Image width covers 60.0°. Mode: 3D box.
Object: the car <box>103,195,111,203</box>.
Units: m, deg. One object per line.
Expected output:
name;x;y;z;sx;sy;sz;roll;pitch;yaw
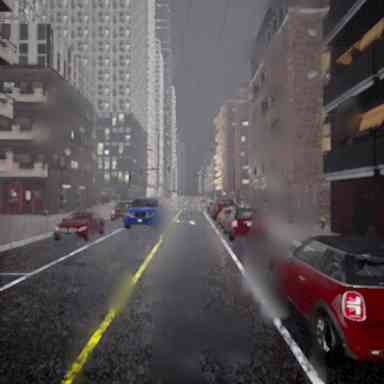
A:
car;-17.702;1.401;62.120;5.009;1.841;2.192;1;-2;0

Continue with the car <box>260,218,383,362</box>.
car;2.691;1.475;5.963;1.967;1.590;4.097;0;0;0

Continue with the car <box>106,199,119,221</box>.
car;-5.692;1.609;28.690;1.967;1.590;4.097;0;0;0

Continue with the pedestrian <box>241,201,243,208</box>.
pedestrian;7.129;1.863;46.917;0.375;1.300;0.375;0;0;0

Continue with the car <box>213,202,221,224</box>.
car;2.689;1.662;23.181;1.752;1.417;4.829;0;0;0

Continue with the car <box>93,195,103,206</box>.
car;-17.566;1.330;53.742;5.009;1.841;2.192;1;-2;0

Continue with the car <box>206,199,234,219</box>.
car;2.688;1.485;28.694;2.192;1.841;5.009;0;0;0

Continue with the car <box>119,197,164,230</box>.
car;-3.103;1.354;22.613;2.150;2.045;5.566;0;0;0

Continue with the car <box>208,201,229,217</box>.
car;2.687;1.731;34.545;1.752;1.417;4.829;0;0;0

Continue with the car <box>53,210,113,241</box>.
car;-5.691;1.683;17.325;1.802;1.307;4.206;0;0;0

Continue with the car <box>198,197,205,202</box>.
car;2.678;2.146;94.997;2.008;1.369;4.403;0;0;0

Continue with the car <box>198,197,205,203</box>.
car;2.730;2.090;82.080;1.802;1.307;4.206;0;0;0

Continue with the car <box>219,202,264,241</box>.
car;2.690;1.542;17.328;1.967;1.590;4.097;0;0;0

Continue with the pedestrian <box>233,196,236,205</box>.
pedestrian;6.129;1.430;48.120;0.375;1.860;0.375;0;0;0

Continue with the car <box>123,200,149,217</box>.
car;-5.693;1.644;34.373;1.967;1.590;4.097;0;0;0

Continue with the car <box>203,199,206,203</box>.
car;2.686;1.805;40.058;1.947;1.339;4.313;0;0;0
